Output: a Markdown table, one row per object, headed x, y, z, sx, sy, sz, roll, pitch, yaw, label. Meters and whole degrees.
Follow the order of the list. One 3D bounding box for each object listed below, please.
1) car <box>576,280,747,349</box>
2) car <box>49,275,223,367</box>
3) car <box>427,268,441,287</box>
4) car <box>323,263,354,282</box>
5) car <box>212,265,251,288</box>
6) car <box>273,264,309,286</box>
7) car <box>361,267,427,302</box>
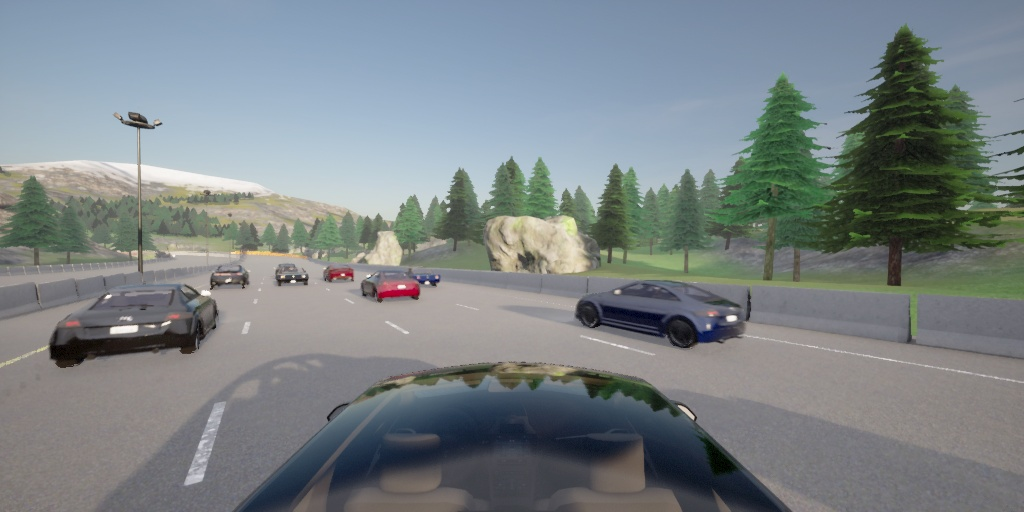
| x | y | z | sx | sy | sz | roll | pitch | yaw | label |
| --- | --- | --- | --- | --- | --- | --- | --- | --- | --- |
| 3.642 | 1.321 | 9.428 | 1.994 | 1.385 | 4.181 | 0 | 0 | -34 | car |
| -8.174 | 1.314 | 8.179 | 1.994 | 1.385 | 4.181 | 0 | 0 | -34 | car |
| -6.647 | 1.430 | 24.713 | 1.895 | 1.301 | 4.718 | 0 | -1 | -34 | car |
| -14.913 | 1.386 | 30.725 | 1.882 | 1.535 | 5.008 | 0 | -1 | -34 | car |
| -19.001 | 1.362 | 24.263 | 2.128 | 1.511 | 4.902 | 0 | -1 | -34 | car |
| -16.236 | 1.479 | 26.424 | 1.895 | 1.301 | 4.718 | 0 | -1 | -34 | car |
| -5.993 | 1.347 | 17.474 | 1.994 | 1.385 | 4.181 | 0 | -1 | -34 | car |
